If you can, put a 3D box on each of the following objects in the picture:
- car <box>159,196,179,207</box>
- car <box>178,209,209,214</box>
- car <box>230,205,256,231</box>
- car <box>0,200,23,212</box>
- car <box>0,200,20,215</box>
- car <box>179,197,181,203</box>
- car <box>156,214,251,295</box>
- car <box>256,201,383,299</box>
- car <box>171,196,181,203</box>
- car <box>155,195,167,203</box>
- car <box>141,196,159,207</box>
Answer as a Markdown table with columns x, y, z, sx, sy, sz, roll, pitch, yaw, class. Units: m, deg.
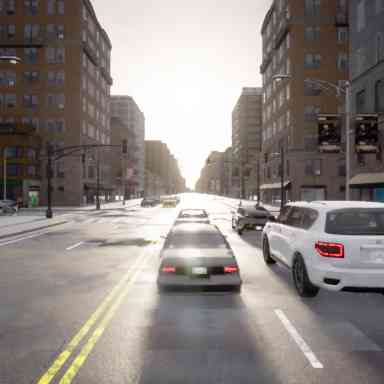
| x | y | z | sx | sy | sz | roll | pitch | yaw | class |
| --- | --- | --- | --- | --- | --- | --- | --- | --- | --- |
| -3.390 | 1.475 | 50.446 | 1.882 | 1.535 | 5.008 | 0 | 0 | 0 | car |
| 0.075 | 1.602 | 18.913 | 1.895 | 1.301 | 4.718 | 0 | 0 | 2 | car |
| 3.338 | 1.507 | 18.878 | 1.837 | 1.490 | 4.892 | 0 | 0 | 1 | car |
| -22.157 | 1.580 | 38.291 | 4.313 | 1.339 | 1.947 | 0 | 0 | 0 | car |
| -19.740 | 1.485 | 32.793 | 4.902 | 1.511 | 2.128 | 0 | 0 | 0 | car |
| -3.384 | 1.559 | 59.399 | 1.994 | 1.385 | 4.181 | 0 | 0 | 0 | car |
| 0.080 | 1.548 | 8.860 | 2.033 | 1.411 | 5.357 | 0 | 0 | -1 | car |
| 3.342 | 1.222 | 8.595 | 2.150 | 2.045 | 5.566 | 0 | 0 | 0 | car |
| -3.312 | 1.531 | 69.950 | 2.033 | 1.411 | 5.357 | 0 | 0 | 0 | car |
| -6.562 | 1.516 | 70.277 | 2.128 | 1.511 | 4.902 | 0 | 0 | 0 | car |
| -6.640 | 1.502 | 50.679 | 1.837 | 1.490 | 4.892 | 0 | 0 | 0 | car |
